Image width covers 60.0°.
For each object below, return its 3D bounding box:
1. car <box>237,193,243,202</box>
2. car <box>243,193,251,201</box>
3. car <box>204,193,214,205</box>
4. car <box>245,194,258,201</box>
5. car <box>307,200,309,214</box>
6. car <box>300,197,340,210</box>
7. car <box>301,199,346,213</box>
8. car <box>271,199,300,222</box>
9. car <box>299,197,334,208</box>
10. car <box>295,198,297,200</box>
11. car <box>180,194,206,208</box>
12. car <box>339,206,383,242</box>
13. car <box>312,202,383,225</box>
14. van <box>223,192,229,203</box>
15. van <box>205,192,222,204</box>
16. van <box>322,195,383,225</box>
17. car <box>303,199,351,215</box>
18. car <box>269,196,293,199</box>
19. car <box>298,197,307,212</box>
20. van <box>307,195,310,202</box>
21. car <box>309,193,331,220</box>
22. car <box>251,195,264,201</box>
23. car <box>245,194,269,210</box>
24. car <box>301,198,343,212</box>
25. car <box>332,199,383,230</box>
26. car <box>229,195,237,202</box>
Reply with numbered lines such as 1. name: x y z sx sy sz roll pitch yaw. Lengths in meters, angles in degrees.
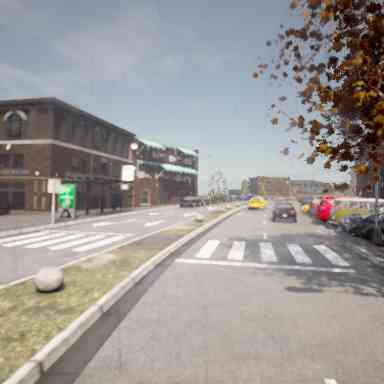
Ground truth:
1. car: 8.887 1.333 71.154 2.002 1.452 4.674 1 0 22
2. car: 13.193 1.192 81.330 2.435 2.045 5.566 1 -1 25
3. car: 1.408 1.298 50.245 2.163 1.488 4.792 1 1 18
4. car: 15.553 1.431 86.416 2.185 1.767 4.553 1 -1 26
5. car: 12.749 1.656 28.767 4.674 1.452 2.002 1 0 14
6. car: 17.004 1.543 44.569 4.892 1.521 2.231 1 1 17
7. car: 15.453 1.602 39.333 4.792 1.488 2.163 1 1 16
8. car: 7.430 1.584 26.914 1.812 1.442 4.674 1 0 13
9. car: 18.656 1.536 49.908 4.792 1.488 2.163 1 1 19
10. car: 20.417 1.238 55.082 5.566 2.045 2.435 1 0 20
11. car: -0.168 1.292 44.983 2.097 1.535 5.008 1 1 17
12. car: 9.834 1.631 15.483 4.892 1.521 2.231 1 0 12
13. car: 12.132 1.652 26.225 4.792 1.488 2.163 1 0 13
14. van: 4.898 1.011 60.675 1.878 1.987 4.442 1 0 20
15. van: 3.096 1.019 55.438 1.878 1.987 4.442 1 0 19
16. van: 10.892 1.401 20.894 4.442 1.987 1.878 1 0 12
17. car: 14.760 1.627 36.691 4.674 1.452 2.002 1 1 15
18. car: 10.385 1.570 38.653 2.033 1.411 5.357 1 1 16
19. car: 13.882 1.591 34.100 5.366 1.575 1.946 1 1 15
20. van: 13.508 1.384 31.374 4.442 1.987 1.878 1 0 14
21. car: 11.607 1.377 23.548 5.566 2.045 2.435 1 0 13
22. car: 18.015 1.695 91.480 2.231 1.521 4.892 1 -1 27
23. car: 8.352 1.438 42.357 1.882 1.535 5.008 1 1 16
24. car: 16.259 1.589 41.940 4.792 1.488 2.163 1 1 17
25. car: 10.454 1.505 18.168 4.553 1.767 2.185 1 0 12
26. car: 6.875 1.293 65.990 2.002 1.452 4.674 1 0 21
